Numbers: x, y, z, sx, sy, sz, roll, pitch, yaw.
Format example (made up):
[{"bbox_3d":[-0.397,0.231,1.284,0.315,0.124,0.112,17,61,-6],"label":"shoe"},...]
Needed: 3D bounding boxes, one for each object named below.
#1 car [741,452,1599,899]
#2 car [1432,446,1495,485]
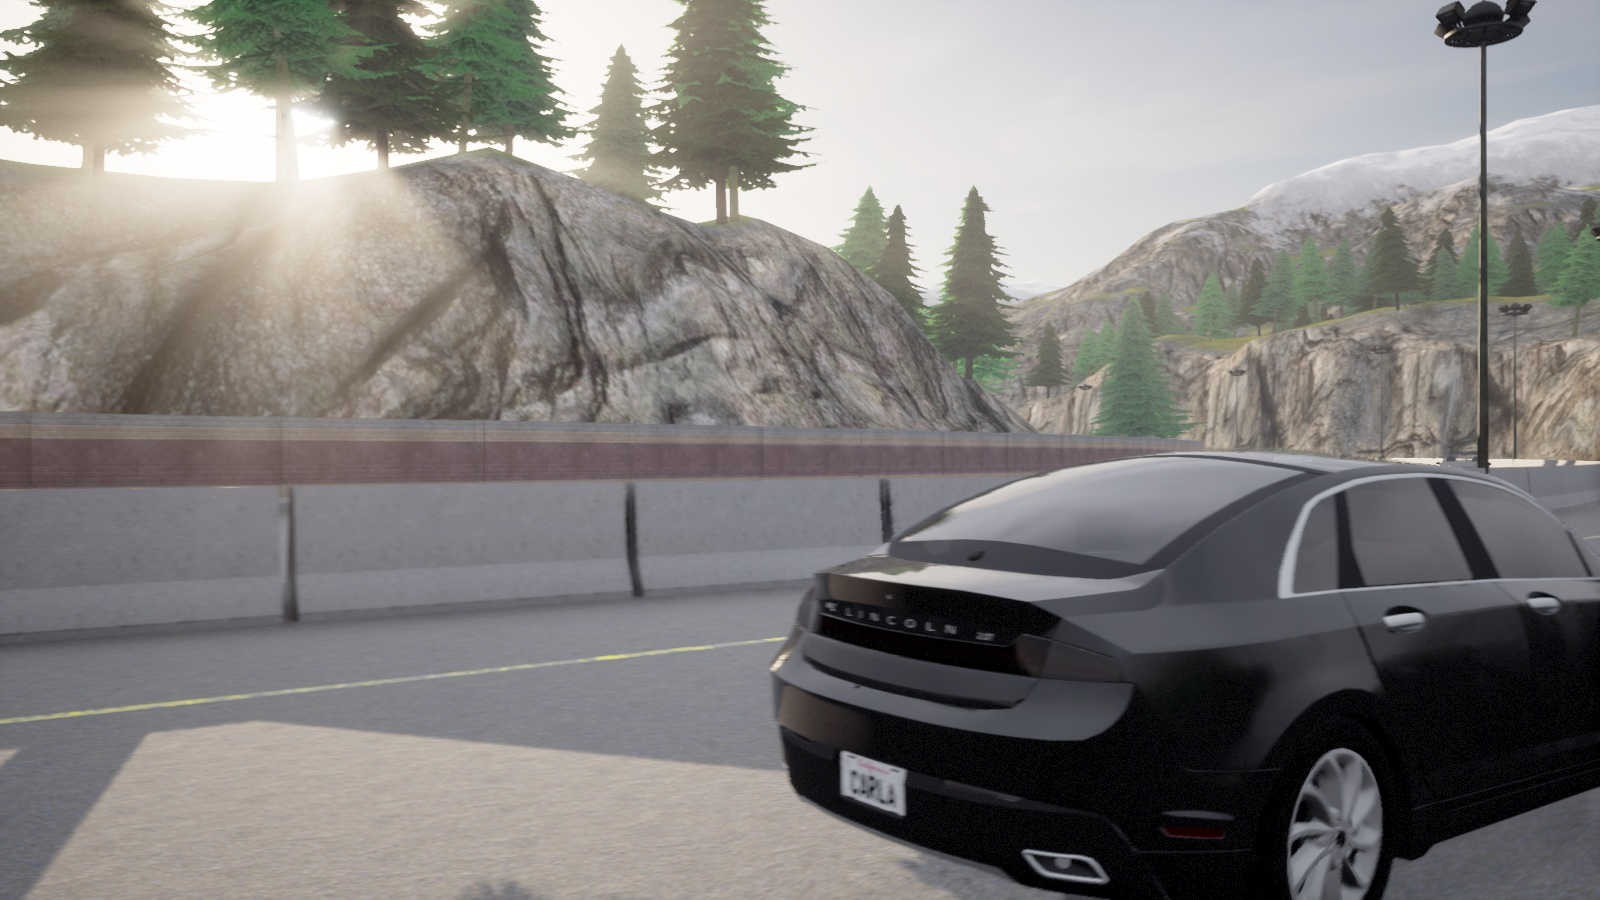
[{"bbox_3d":[2.290,0.759,5.366,4.892,1.490,1.837,0,0,-37],"label":"car"},{"bbox_3d":[29.837,0.676,56.409,2.242,1.667,4.611,0,0,31],"label":"car"}]
